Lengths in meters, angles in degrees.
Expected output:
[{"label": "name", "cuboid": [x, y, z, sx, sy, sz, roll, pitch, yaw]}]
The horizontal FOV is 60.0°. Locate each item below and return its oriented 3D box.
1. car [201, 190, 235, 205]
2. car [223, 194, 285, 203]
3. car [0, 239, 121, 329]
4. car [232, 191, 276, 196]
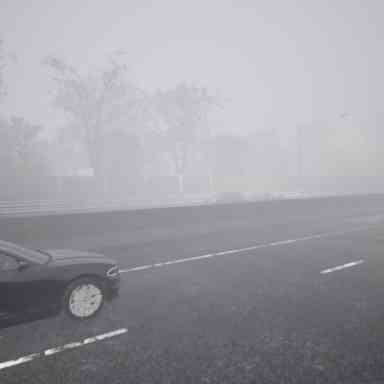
[{"label": "car", "cuboid": [3.054, 0.729, 31.962, 4.553, 1.767, 2.097, -2, 1, -35]}, {"label": "car", "cuboid": [4.889, 1.059, 24.676, 4.718, 1.301, 1.895, -2, 1, -35]}, {"label": "car", "cuboid": [-3.658, 1.475, 5.437, 5.008, 1.535, 1.882, -2, 1, -35]}, {"label": "car", "cuboid": [6.391, 0.821, 30.044, 4.902, 1.511, 2.128, -2, 1, -35]}]
